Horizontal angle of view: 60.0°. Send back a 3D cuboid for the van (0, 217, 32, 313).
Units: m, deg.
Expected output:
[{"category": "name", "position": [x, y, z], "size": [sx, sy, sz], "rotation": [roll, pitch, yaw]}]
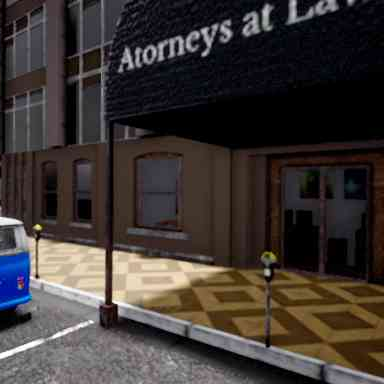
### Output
[{"category": "van", "position": [-4.684, 1.282, 6.198], "size": [3.998, 1.788, 1.690], "rotation": [1, 0, 35]}]
